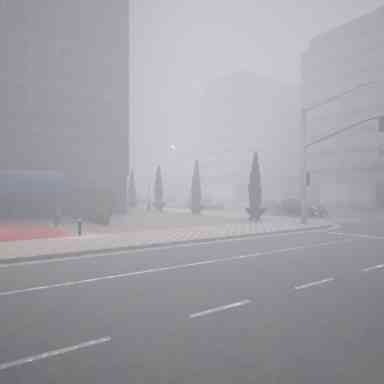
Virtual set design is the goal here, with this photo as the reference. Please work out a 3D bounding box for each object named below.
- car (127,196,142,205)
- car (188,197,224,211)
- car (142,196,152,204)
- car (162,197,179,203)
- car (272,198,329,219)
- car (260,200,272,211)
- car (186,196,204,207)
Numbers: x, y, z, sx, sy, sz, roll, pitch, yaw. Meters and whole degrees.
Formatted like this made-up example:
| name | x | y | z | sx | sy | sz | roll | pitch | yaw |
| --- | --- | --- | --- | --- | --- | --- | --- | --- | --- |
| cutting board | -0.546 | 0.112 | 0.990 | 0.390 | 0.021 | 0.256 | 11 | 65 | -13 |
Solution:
| name | x | y | z | sx | sy | sz | roll | pitch | yaw |
| --- | --- | --- | --- | --- | --- | --- | --- | --- | --- |
| car | -11.818 | 1.548 | 61.144 | 2.033 | 1.411 | 5.357 | 0 | 0 | -35 |
| car | 1.876 | 1.600 | 41.373 | 1.895 | 1.301 | 4.718 | 0 | 0 | -35 |
| car | -9.513 | 1.498 | 63.970 | 1.882 | 1.535 | 5.008 | 0 | 0 | -35 |
| car | -4.736 | 1.600 | 69.582 | 1.895 | 1.301 | 4.718 | 0 | 0 | -34 |
| car | 9.852 | 1.352 | 29.795 | 2.097 | 1.767 | 4.553 | 0 | 0 | -34 |
| car | 9.177 | 1.564 | 37.032 | 1.994 | 1.385 | 4.181 | 0 | 0 | -35 |
| car | 1.079 | 1.351 | 48.636 | 2.097 | 1.767 | 4.553 | 0 | 0 | -35 |
